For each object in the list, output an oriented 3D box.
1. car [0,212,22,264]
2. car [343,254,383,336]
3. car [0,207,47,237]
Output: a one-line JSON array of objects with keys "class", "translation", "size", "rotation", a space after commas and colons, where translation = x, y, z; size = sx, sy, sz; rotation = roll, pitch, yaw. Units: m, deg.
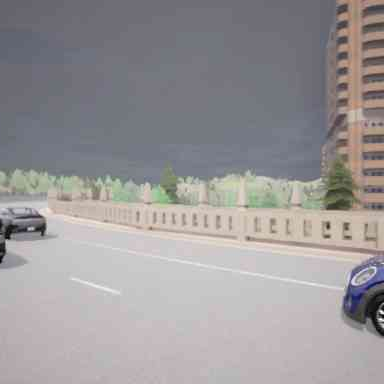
[{"class": "car", "translation": [-7.674, 1.519, 10.879], "size": [4.902, 1.511, 2.128], "rotation": [0, 0, 44]}, {"class": "car", "translation": [4.802, 1.378, 5.015], "size": [4.553, 1.767, 2.097], "rotation": [0, 0, 35]}, {"class": "car", "translation": [-9.287, 1.540, 17.574], "size": [2.128, 1.511, 4.902], "rotation": [0, 0, -43]}]
